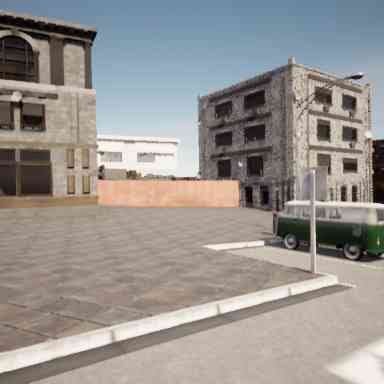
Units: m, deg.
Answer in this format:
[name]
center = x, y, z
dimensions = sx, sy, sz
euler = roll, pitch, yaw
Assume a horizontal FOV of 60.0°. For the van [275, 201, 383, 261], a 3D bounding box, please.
[van]
center = 5.259, 1.381, 12.898
dimensions = 1.878, 1.987, 4.442
euler = 2, -1, -35
